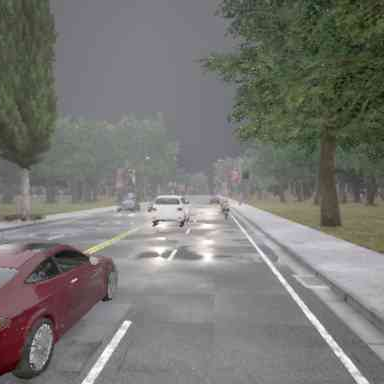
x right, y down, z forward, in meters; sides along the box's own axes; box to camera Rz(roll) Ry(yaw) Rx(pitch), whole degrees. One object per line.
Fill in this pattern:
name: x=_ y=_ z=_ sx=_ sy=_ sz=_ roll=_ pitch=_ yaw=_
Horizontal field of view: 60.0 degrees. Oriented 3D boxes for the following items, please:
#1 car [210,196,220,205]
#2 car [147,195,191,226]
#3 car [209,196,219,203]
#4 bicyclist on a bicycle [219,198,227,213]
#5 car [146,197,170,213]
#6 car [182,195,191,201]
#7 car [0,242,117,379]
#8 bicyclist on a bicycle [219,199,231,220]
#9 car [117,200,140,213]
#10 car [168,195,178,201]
car: x=4.410 y=1.668 z=63.912 sx=1.837 sy=1.490 sz=4.892 roll=0 pitch=0 yaw=4
car: x=-1.453 y=1.285 z=23.996 sx=2.150 sy=2.045 sz=5.566 roll=0 pitch=0 yaw=4
car: x=4.970 y=1.716 z=74.019 sx=2.128 sy=1.511 sz=4.902 roll=0 pitch=0 yaw=4
bicyclist on a bicycle: x=3.485 y=1.528 z=37.273 sx=0.866 sy=1.612 sz=1.509 roll=0 pitch=0 yaw=3
car: x=-3.935 y=1.456 z=38.949 sx=2.097 sy=1.767 sz=4.553 roll=0 pitch=0 yaw=4
car: x=-1.189 y=1.387 z=79.481 sx=1.812 sy=1.442 sz=4.674 roll=0 pitch=0 yaw=4
car: x=-2.665 y=1.543 z=5.438 sx=1.812 sy=1.442 sz=4.674 roll=0 pitch=0 yaw=4
bicyclist on a bicycle: x=2.872 y=1.505 z=27.881 sx=0.866 sy=1.612 sz=1.509 roll=0 pitch=0 yaw=3
car: x=-7.230 y=1.632 z=38.360 sx=1.812 sy=1.442 sz=4.674 roll=0 pitch=0 yaw=4
car: x=-4.486 y=1.487 z=78.864 sx=1.994 sy=1.385 sz=4.181 roll=0 pitch=0 yaw=4
